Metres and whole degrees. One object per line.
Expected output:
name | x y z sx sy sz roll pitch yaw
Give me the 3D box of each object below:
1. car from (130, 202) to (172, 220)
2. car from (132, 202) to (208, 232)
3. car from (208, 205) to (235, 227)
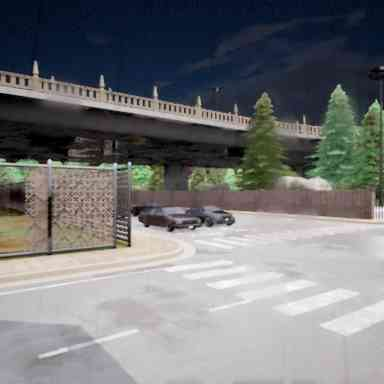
car | -3.786 1.622 30.142 1.994 1.385 4.181 0 0 -36
car | -1.567 1.605 21.000 2.033 1.411 5.357 0 0 -35
car | 1.104 1.622 23.311 1.994 1.385 4.181 0 0 -36
